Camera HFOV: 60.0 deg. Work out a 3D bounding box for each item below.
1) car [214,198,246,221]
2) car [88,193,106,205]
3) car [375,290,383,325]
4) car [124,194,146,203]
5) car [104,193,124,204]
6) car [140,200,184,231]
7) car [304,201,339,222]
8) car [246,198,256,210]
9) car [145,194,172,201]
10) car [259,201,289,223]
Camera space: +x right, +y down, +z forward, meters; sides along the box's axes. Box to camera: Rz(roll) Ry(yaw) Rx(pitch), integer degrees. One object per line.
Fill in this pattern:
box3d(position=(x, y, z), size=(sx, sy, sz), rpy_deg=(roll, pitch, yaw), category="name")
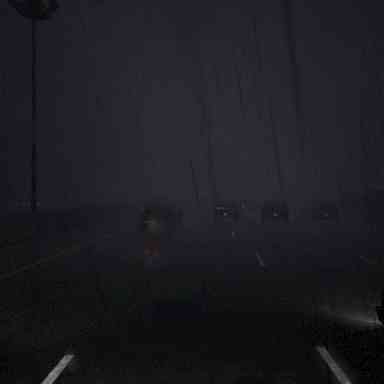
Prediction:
box3d(position=(2.908, 1.422, 26.620), size=(2.128, 1.511, 4.902), rpy_deg=(0, 0, 11), category="car")
box3d(position=(-14.767, 1.172, 54.779), size=(2.150, 2.045, 5.566), rpy_deg=(0, 0, 20), category="car")
box3d(position=(3.670, 1.541, 2.619), size=(2.033, 1.411, 5.357), rpy_deg=(0, 0, 2), category="car")
box3d(position=(-8.166, 1.141, 52.448), size=(2.097, 1.767, 4.553), rpy_deg=(0, 0, 20), category="car")
box3d(position=(-11.467, 1.373, 53.614), size=(2.128, 1.511, 4.902), rpy_deg=(0, 0, 20), category="car")
box3d(position=(-1.733, 1.453, 20.325), size=(1.837, 1.490, 4.892), rpy_deg=(0, 0, 8), category="car")
box3d(position=(9.814, 1.415, 25.464), size=(1.882, 1.535, 5.008), rpy_deg=(0, 0, 11), category="car")
box3d(position=(6.620, 1.424, 40.901), size=(1.812, 1.442, 4.674), rpy_deg=(0, 0, 17), category="car")
box3d(position=(-4.897, 1.272, 51.198), size=(1.895, 1.301, 4.718), rpy_deg=(0, 0, 20), category="car")
box3d(position=(6.200, 1.415, 25.247), size=(1.882, 1.535, 5.008), rpy_deg=(0, 0, 11), category="car")
